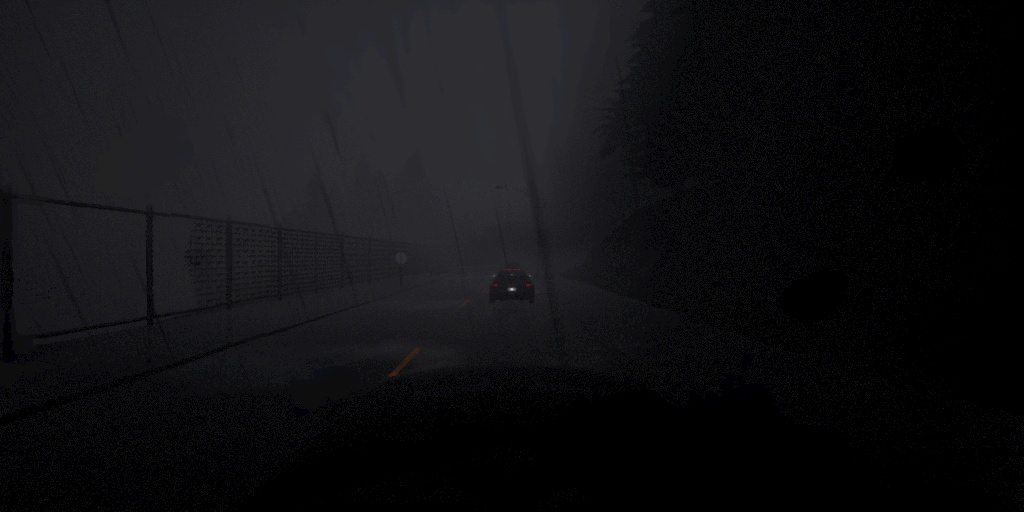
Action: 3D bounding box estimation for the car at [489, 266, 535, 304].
[{"bbox_3d":[0.000,1.322,16.500,1.994,1.385,4.181,0,0,0],"label":"car"}]

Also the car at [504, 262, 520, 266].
[{"bbox_3d":[0.000,1.266,31.500,1.837,1.490,4.892,0,0,0],"label":"car"}]
